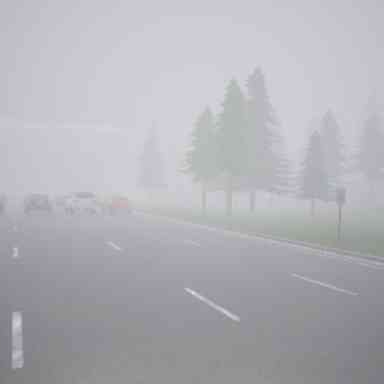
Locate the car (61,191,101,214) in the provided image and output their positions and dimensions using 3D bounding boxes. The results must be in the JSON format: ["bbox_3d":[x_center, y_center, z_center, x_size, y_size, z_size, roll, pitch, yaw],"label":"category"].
[{"bbox_3d":[-10.366,0.914,30.819,2.150,2.045,5.566,2,0,-28],"label":"car"}]

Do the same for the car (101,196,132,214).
[{"bbox_3d":[-7.549,1.147,32.969,2.097,1.767,4.553,2,0,-28],"label":"car"}]

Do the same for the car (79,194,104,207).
[{"bbox_3d":[-13.260,1.107,43.727,2.128,1.511,4.902,2,0,-28],"label":"car"}]

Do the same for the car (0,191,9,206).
[{"bbox_3d":[-23.118,0.735,39.937,1.882,1.535,5.008,2,0,-28],"label":"car"}]

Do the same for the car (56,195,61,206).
[{"bbox_3d":[-16.447,1.063,42.269,1.994,1.385,4.181,2,0,-28],"label":"car"}]

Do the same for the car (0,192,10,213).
[{"bbox_3d":[-16.826,0.950,28.054,2.128,1.511,4.902,2,0,-28],"label":"car"}]

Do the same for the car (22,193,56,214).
[{"bbox_3d":[-13.720,0.922,29.671,2.097,1.767,4.553,2,0,-28],"label":"car"}]
